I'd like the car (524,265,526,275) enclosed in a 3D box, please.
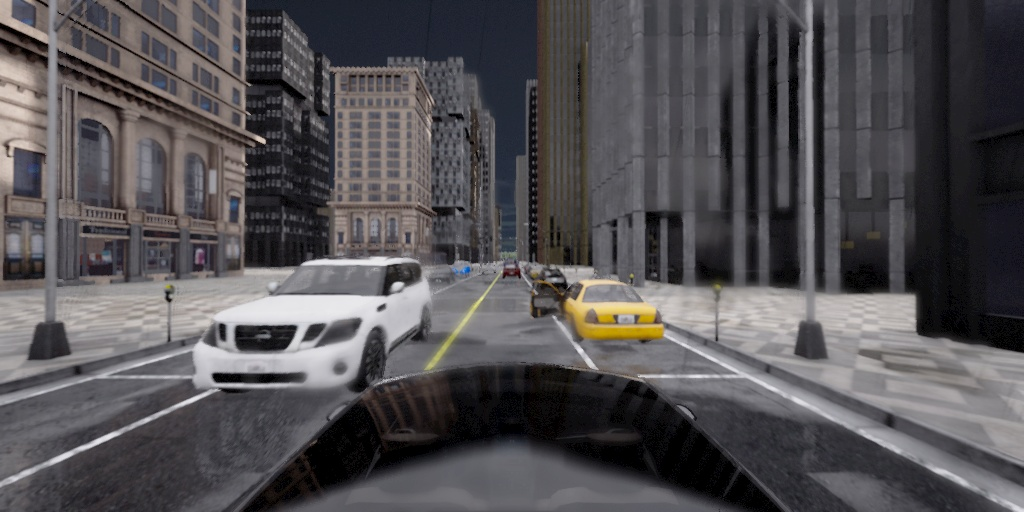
[{"bbox_3d":[2.661,1.697,41.808,2.007,1.370,4.403,0,0,0],"label":"car"}]

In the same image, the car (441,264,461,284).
[{"bbox_3d":[-5.835,1.604,30.504,1.948,1.339,4.313,0,0,0],"label":"car"}]

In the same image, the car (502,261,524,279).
[{"bbox_3d":[-0.013,1.595,38.782,1.882,1.535,5.008,0,-1,0],"label":"car"}]

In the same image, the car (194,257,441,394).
[{"bbox_3d":[-3.112,1.027,7.138,2.150,2.045,5.566,0,-1,0],"label":"car"}]

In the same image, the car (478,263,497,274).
[{"bbox_3d":[-3.121,1.729,49.154,1.895,1.301,4.718,0,-1,0],"label":"car"}]

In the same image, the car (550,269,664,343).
[{"bbox_3d":[2.332,1.290,9.898,1.801,1.575,5.366,0,-1,0],"label":"car"}]

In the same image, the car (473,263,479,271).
[{"bbox_3d":[-5.909,1.855,58.707,2.007,1.370,4.403,0,0,0],"label":"car"}]

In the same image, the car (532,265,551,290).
[{"bbox_3d":[2.705,1.549,24.887,1.948,1.339,4.313,0,0,0],"label":"car"}]

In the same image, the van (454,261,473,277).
[{"bbox_3d":[-5.864,1.487,41.785,1.690,1.789,3.998,0,0,0],"label":"van"}]

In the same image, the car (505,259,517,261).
[{"bbox_3d":[-0.098,1.435,48.969,2.150,2.045,5.566,0,-1,0],"label":"car"}]

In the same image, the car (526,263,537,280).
[{"bbox_3d":[2.675,1.618,36.338,1.751,1.417,4.829,0,0,0],"label":"car"}]
